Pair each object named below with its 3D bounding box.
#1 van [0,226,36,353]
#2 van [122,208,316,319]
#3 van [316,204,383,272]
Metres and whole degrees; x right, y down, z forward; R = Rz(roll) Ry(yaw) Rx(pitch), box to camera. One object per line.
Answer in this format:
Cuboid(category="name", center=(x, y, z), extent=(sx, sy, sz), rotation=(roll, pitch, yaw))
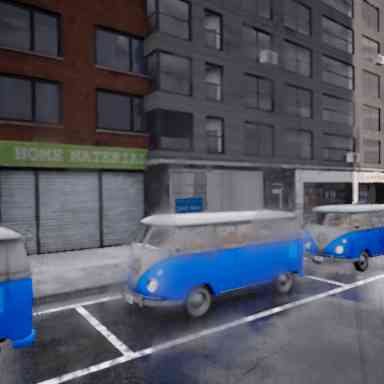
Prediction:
Cuboid(category="van", center=(-3.926, 1.350, 3.739), extent=(3.998, 1.788, 1.690), rotation=(0, 0, -36))
Cuboid(category="van", center=(0.611, 1.314, 7.000), extent=(3.998, 1.788, 1.690), rotation=(0, 0, -36))
Cuboid(category="van", center=(5.146, 1.277, 10.259), extent=(3.998, 1.788, 1.690), rotation=(0, 0, -36))
